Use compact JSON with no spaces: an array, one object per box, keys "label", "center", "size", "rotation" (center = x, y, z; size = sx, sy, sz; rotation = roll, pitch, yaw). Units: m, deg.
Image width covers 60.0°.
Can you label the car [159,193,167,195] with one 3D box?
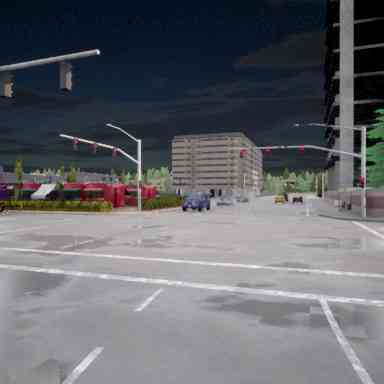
[{"label":"car","center":[-7.924,1.209,81.463],"size":[4.605,1.855,1.932],"rotation":[0,0,19]}]

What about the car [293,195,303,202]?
[{"label":"car","center":[24.780,1.525,77.346],"size":[2.128,1.511,4.902],"rotation":[0,0,19]}]

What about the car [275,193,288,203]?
[{"label":"car","center":[18.270,1.478,69.010],"size":[1.882,1.535,5.008],"rotation":[0,0,19]}]

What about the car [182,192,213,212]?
[{"label":"car","center":[0.617,1.221,39.330],"size":[2.150,2.045,5.566],"rotation":[0,0,19]}]

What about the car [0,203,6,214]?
[{"label":"car","center":[-21.709,1.547,34.533],"size":[4.902,1.511,2.128],"rotation":[0,0,20]}]

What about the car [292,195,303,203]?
[{"label":"car","center":[21.483,1.478,67.604],"size":[1.882,1.535,5.008],"rotation":[0,0,19]}]

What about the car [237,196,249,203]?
[{"label":"car","center":[10.312,1.501,67.475],"size":[2.128,1.511,4.902],"rotation":[0,0,19]}]

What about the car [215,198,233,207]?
[{"label":"car","center":[5.123,1.600,52.529],"size":[1.895,1.301,4.718],"rotation":[0,0,19]}]
